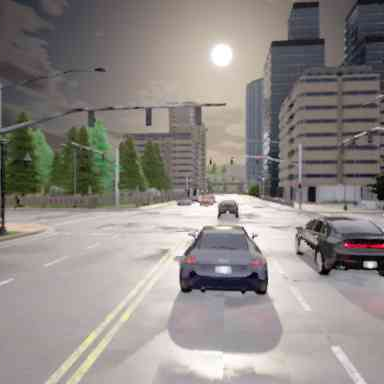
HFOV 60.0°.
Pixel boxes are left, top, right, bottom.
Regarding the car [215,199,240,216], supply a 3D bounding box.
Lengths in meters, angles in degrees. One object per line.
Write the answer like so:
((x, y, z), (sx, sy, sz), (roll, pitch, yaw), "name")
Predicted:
((3.424, 1.498, 31.168), (1.837, 1.490, 4.892), (0, 0, 8), "car")

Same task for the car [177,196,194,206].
((-1.229, 1.573, 53.568), (1.895, 1.301, 4.718), (0, 0, 6), "car")

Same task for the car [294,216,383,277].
((4.496, 1.508, 10.343), (1.837, 1.490, 4.892), (0, -1, 6), "car")

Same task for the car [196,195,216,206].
((2.300, 1.332, 53.644), (2.097, 1.767, 4.553), (0, 0, 6), "car")

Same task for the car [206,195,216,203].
((4.021, 1.477, 69.074), (1.837, 1.490, 4.892), (0, 0, 6), "car")

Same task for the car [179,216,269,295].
((0.827, 1.562, 8.806), (1.994, 1.385, 4.181), (0, 0, 5), "car")

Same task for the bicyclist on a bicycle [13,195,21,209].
((-21.362, 1.232, 40.560), (0.582, 1.620, 1.656), (0, 0, 6), "bicyclist on a bicycle")

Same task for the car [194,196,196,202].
((0.498, 1.510, 69.045), (2.033, 1.411, 5.357), (0, 0, 6), "car")
